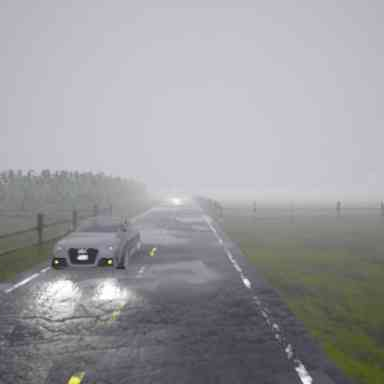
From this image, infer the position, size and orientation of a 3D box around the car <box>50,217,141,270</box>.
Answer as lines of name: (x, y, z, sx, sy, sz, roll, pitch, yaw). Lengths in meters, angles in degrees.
car: (-2.883, 1.531, 10.776, 1.994, 1.385, 4.181, 0, 0, 0)
